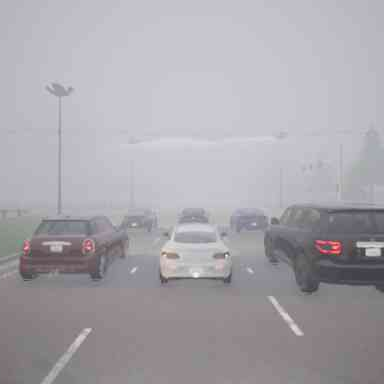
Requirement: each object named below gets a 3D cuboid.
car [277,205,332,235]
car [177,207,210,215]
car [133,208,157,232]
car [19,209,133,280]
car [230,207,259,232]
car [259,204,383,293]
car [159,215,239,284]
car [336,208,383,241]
[{"bbox_3d":[7.097,1.725,21.620,1.882,1.535,5.008,0,-1,0],"label":"car"},{"bbox_3d":[0.096,1.751,21.439,1.837,1.490,4.892,0,0,0],"label":"car"},{"bbox_3d":[-3.404,1.776,21.921,1.812,1.442,4.674,0,-1,0],"label":"car"},{"bbox_3d":[-3.410,1.472,10.499,2.097,1.767,4.553,0,-1,0],"label":"car"},{"bbox_3d":[3.596,1.725,21.662,1.882,1.535,5.008,0,0,0],"label":"car"},{"bbox_3d":[3.591,1.327,9.266,2.150,2.045,5.566,0,-1,0],"label":"car"},{"bbox_3d":[0.094,1.639,9.804,1.812,1.442,4.674,0,-1,0],"label":"car"},{"bbox_3d":[10.595,1.770,19.422,2.033,1.411,5.357,0,-1,0],"label":"car"}]
